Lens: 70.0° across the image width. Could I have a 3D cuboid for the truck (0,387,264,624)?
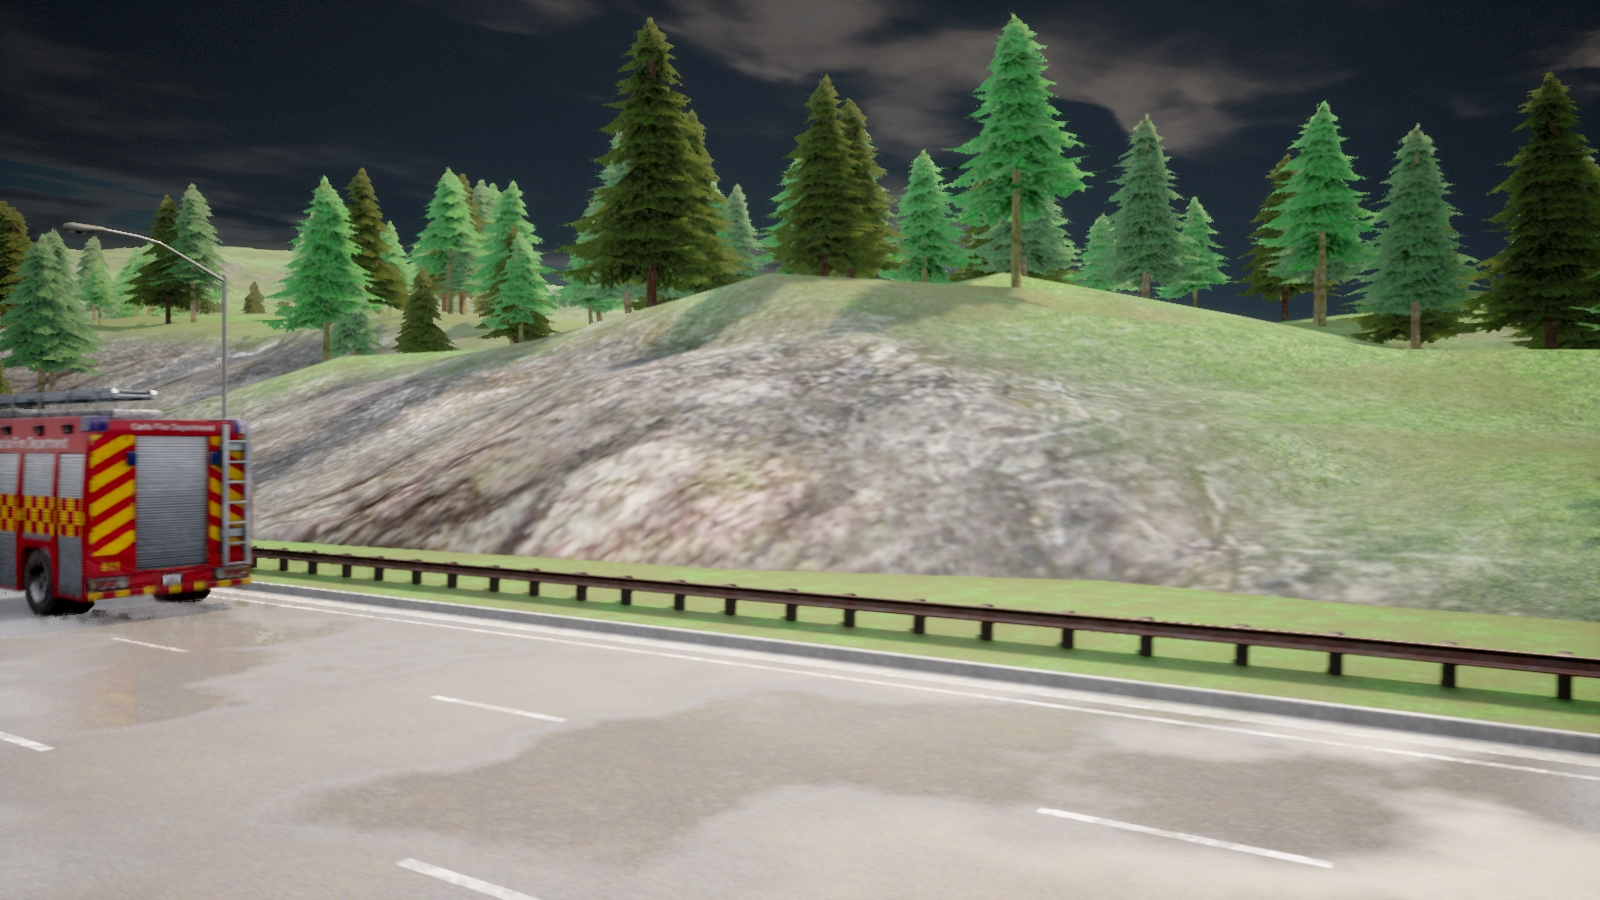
[{"bbox_3d":[-14.118,0.891,22.008,8.468,3.827,2.891,0,0,34],"label":"truck"}]
